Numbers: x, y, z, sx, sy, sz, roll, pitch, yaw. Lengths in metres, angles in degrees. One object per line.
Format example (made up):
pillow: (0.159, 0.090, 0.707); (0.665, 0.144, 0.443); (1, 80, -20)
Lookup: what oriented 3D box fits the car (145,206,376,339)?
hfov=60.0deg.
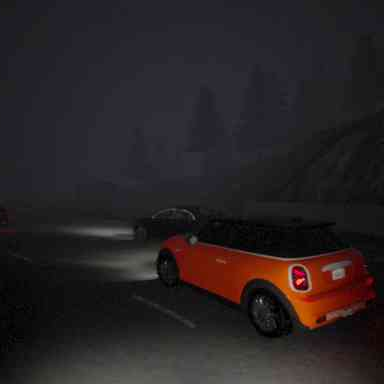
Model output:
car: (1.050, 1.234, 6.765); (2.097, 1.767, 4.553); (-2, 1, -32)

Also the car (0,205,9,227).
car: (-13.058, 1.395, 20.896); (1.882, 1.535, 5.008); (-2, 1, -43)

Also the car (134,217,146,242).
car: (-0.396, 1.303, 13.334); (4.902, 1.511, 2.128); (0, 1, 45)
